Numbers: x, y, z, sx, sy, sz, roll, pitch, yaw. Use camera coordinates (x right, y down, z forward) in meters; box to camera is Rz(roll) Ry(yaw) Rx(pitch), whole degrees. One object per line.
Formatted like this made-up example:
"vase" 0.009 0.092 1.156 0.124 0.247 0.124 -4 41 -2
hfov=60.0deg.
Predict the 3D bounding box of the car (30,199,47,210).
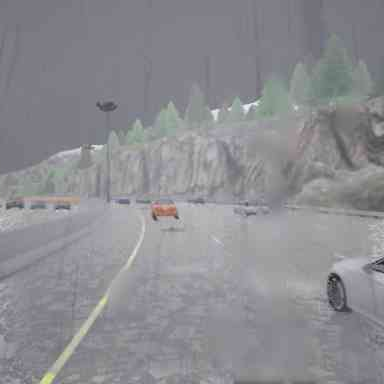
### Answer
"car" -22.599 1.828 49.110 1.837 1.490 4.892 -1 0 -19

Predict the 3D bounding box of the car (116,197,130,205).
"car" -13.330 1.637 63.814 1.882 1.535 5.008 0 0 -25

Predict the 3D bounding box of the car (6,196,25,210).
"car" -27.123 1.626 51.224 2.150 2.045 5.566 -1 0 -21

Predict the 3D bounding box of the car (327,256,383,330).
"car" 3.589 1.462 4.579 1.812 1.442 4.674 -1 0 -2

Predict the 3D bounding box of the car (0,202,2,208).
"car" -31.717 2.069 53.224 1.895 1.301 4.718 -1 0 -22

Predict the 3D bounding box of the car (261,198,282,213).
"car" 7.380 1.338 33.861 2.128 1.511 4.902 -1 0 -12

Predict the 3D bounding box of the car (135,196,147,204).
"car" -9.521 1.586 64.080 2.128 1.511 4.902 -1 0 -25

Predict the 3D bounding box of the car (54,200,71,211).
"car" -17.678 1.811 45.526 1.994 1.385 4.181 -1 0 -17

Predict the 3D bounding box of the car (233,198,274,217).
"car" 5.158 1.488 29.498 1.895 1.301 4.718 -1 0 -12

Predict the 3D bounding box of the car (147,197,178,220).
"car" -2.530 1.366 29.012 2.097 1.767 4.553 -1 0 -11

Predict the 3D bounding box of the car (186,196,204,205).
"car" 0.483 1.442 58.109 1.837 1.490 4.892 1 0 -21
